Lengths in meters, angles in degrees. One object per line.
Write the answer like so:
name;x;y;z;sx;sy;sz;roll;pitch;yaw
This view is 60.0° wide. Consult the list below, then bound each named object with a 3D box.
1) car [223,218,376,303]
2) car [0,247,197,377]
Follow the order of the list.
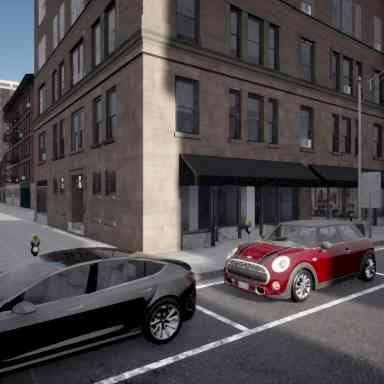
car;2.696;1.440;8.163;4.097;1.590;1.967;0;0;-36
car;-1.907;1.566;4.832;4.313;1.339;1.947;0;0;-36
